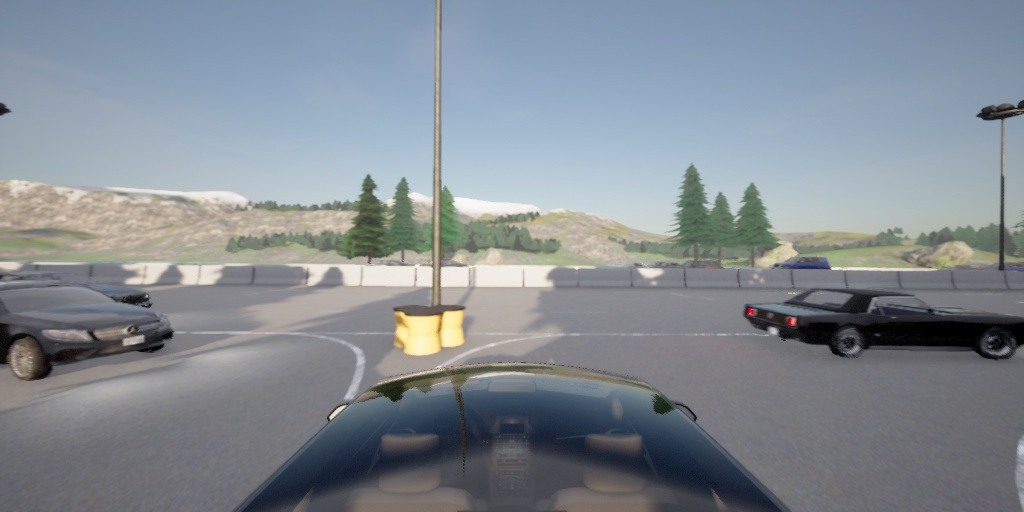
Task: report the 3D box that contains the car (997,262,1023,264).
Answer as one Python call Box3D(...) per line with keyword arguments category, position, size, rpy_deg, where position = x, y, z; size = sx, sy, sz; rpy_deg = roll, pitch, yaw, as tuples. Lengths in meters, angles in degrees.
Box3D(category="car", position=(52.273, 1.391, 37.990), size=(4.553, 1.767, 2.097), rpy_deg=(0, 0, 12))

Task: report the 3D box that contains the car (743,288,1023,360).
Box3D(category="car", position=(8.020, 1.391, 7.927), size=(4.718, 1.301, 1.895), rpy_deg=(0, 0, 1))

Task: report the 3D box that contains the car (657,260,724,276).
Box3D(category="car", position=(14.486, 1.125, 28.662), size=(4.553, 1.767, 2.097), rpy_deg=(0, 0, -1))

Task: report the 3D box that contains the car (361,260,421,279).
Box3D(category="car", position=(-10.105, 1.088, 28.294), size=(4.902, 1.511, 2.128), rpy_deg=(0, 0, -1))

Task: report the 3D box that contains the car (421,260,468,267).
Box3D(category="car", position=(-7.381, 1.131, 38.837), size=(5.357, 1.411, 2.033), rpy_deg=(0, 0, -1))

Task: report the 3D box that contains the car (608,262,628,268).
Box3D(category="car", position=(12.824, 1.330, 39.142), size=(4.718, 1.301, 1.895), rpy_deg=(0, 0, -1))

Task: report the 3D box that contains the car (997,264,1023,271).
Box3D(category="car", position=(42.493, 1.542, 28.630), size=(4.181, 1.385, 1.994), rpy_deg=(0, 0, 4))

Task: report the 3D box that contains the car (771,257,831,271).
Box3D(category="car", position=(31.750, 1.089, 39.418), size=(5.566, 2.045, 2.150), rpy_deg=(1, 0, -1))

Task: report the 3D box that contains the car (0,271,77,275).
Box3D(category="car", position=(-14.001, 1.170, 10.537), size=(5.357, 1.411, 2.033), rpy_deg=(0, 0, -1))

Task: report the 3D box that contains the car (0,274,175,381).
Box3D(category="car", position=(-8.882, 1.197, 6.643), size=(4.674, 1.442, 1.812), rpy_deg=(0, 0, 10))

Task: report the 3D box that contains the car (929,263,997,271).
Box3D(category="car", position=(40.037, 1.512, 32.229), size=(4.181, 1.385, 1.994), rpy_deg=(0, 0, 2))

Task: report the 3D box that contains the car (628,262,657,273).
Box3D(category="car", position=(13.403, 1.247, 32.148), size=(4.902, 1.511, 2.128), rpy_deg=(0, 0, -1))
